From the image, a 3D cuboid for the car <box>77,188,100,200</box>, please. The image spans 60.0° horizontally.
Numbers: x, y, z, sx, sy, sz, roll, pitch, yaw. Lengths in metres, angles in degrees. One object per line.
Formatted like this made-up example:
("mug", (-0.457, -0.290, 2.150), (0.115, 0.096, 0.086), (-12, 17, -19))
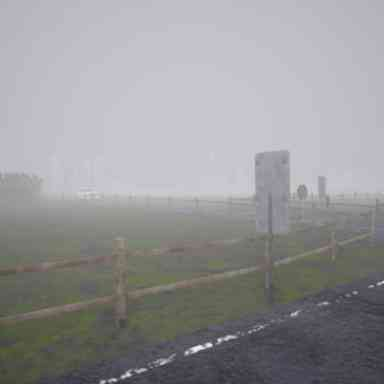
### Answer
("car", (-16.211, 0.366, 51.863), (2.150, 2.045, 5.566), (-1, 1, -37))
